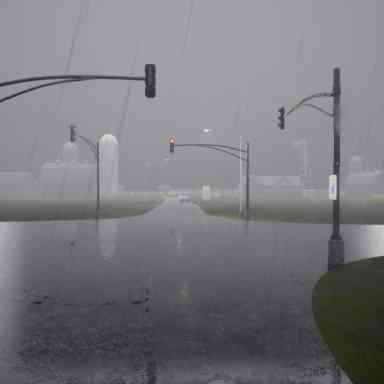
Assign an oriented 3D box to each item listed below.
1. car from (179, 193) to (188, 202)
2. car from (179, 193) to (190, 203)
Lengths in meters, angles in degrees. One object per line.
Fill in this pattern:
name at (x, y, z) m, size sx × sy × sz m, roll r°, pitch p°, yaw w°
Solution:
car at (-2.081, 1.194, 79.902) m, size 2.150 × 2.045 × 5.566 m, roll 0°, pitch 0°, yaw -4°
car at (-1.498, 1.557, 69.868) m, size 1.812 × 1.442 × 4.674 m, roll 0°, pitch 0°, yaw -3°
